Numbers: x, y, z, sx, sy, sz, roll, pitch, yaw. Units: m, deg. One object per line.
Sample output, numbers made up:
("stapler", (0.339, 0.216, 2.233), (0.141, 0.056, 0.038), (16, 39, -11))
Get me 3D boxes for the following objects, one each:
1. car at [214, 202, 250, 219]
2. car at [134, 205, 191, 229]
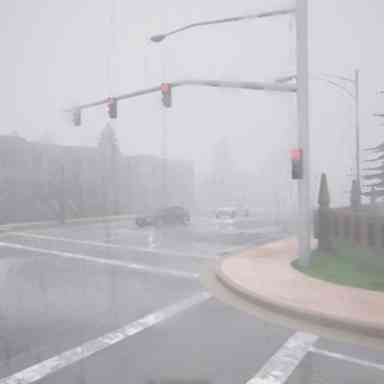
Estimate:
("car", (3.969, 1.731, 32.183), (1.812, 1.442, 4.674), (-1, -1, 36))
("car", (-2.021, 1.710, 23.820), (1.837, 1.490, 4.892), (-1, -1, 35))
